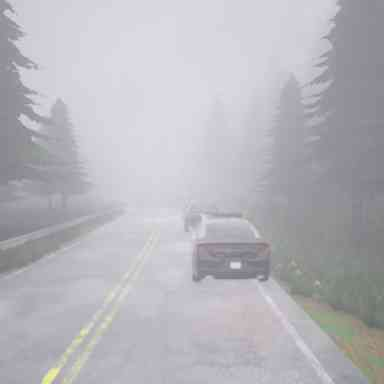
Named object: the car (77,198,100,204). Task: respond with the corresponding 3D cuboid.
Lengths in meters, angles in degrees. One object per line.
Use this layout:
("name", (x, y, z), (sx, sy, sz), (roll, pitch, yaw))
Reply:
("car", (-17.596, 1.737, 57.272), (4.902, 1.511, 2.128), (-3, 3, 27))

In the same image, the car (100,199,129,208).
("car", (-10.946, 1.725, 47.767), (1.895, 1.301, 4.718), (-4, 1, -40))

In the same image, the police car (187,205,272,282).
("police car", (0.909, 1.402, 9.887), (1.930, 1.638, 5.238), (0, 0, -1))

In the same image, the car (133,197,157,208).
("car", (-6.795, 1.429, 47.721), (1.837, 1.490, 4.892), (-3, 1, -35))

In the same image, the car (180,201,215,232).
("car", (0.532, 1.303, 19.857), (2.097, 1.767, 4.553), (0, 0, -3))
